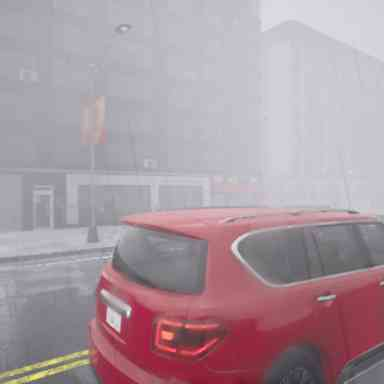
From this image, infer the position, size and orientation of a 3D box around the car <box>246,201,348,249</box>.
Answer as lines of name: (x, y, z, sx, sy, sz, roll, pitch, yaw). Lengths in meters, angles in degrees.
car: (4.852, 1.330, 15.128, 4.553, 1.767, 2.097, 0, 0, -35)

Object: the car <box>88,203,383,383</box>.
car: (1.490, 1.215, 4.503, 5.566, 2.045, 2.150, 0, 0, -35)

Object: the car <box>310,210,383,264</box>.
car: (6.598, 1.504, 12.381, 4.674, 1.442, 1.812, 0, 0, -36)
